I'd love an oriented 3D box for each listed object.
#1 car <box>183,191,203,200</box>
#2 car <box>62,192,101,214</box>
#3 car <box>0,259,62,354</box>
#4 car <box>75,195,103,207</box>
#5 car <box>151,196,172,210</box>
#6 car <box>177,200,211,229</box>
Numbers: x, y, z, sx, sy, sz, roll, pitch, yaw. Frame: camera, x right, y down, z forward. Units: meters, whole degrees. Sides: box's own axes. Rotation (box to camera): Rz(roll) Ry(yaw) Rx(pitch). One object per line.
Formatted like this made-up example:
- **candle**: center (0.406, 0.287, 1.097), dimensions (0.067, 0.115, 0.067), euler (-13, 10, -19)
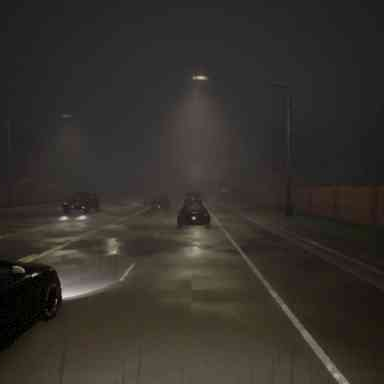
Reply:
- **car**: center (0.115, 0.902, 40.822), dimensions (2.150, 2.045, 5.566), euler (0, 1, 0)
- **car**: center (-10.511, 0.978, 32.062), dimensions (2.150, 2.045, 5.566), euler (0, 0, 1)
- **car**: center (-3.398, 1.529, 4.497), dimensions (1.994, 1.385, 4.181), euler (0, 0, 0)
- **car**: center (-13.987, 1.169, 45.508), dimensions (2.033, 1.411, 5.357), euler (0, 1, 0)
- **car**: center (-3.386, 1.222, 36.886), dimensions (1.837, 1.490, 4.892), euler (0, 1, 0)
- **car**: center (0.107, 1.406, 20.524), dimensions (1.994, 1.385, 4.181), euler (0, 0, 0)
